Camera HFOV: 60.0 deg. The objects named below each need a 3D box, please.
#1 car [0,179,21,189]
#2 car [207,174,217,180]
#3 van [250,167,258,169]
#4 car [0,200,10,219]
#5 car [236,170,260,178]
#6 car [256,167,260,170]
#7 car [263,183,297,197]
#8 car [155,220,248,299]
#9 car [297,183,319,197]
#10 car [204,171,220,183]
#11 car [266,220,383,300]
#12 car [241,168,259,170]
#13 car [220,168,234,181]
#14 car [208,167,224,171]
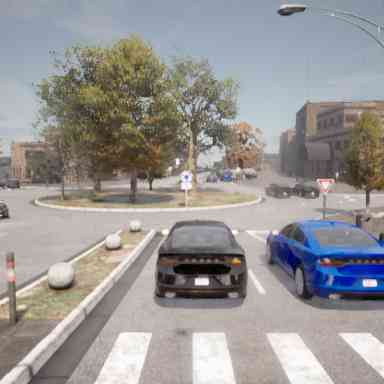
[{"bbox_3d":[-28.233,-1.294,50.760,4.902,1.511,2.128,2,5,32],"label":"car"},{"bbox_3d":[4.629,-3.458,75.696,1.895,1.301,4.718,1,5,9],"label":"car"},{"bbox_3d":[13.928,-4.725,85.138,4.442,1.987,1.878,1,6,10],"label":"van"},{"bbox_3d":[-13.223,0.879,20.964,4.892,1.490,1.837,4,6,41],"label":"car"},{"bbox_3d":[13.109,-3.979,79.733,4.892,1.521,2.231,1,5,10],"label":"car"},{"bbox_3d":[14.527,-5.008,87.806,5.566,2.045,2.435,1,6,10],"label":"car"},{"bbox_3d":[9.454,-0.284,36.893,1.837,1.490,4.892,2,4,-5],"label":"car"},{"bbox_3d":[0.208,1.436,8.502,1.882,1.535,5.008,0,1,1],"label":"car"},{"bbox_3d":[12.384,-0.279,36.807,1.837,1.490,4.892,1,4,-3],"label":"car"},{"bbox_3d":[3.911,-2.813,66.147,2.097,1.767,4.553,0,5,1],"label":"car"},{"bbox_3d":[3.211,1.440,8.425,1.882,1.535,5.008,0,1,1],"label":"car"},{"bbox_3d":[13.609,-4.363,82.418,4.553,1.767,2.185,1,6,10],"label":"car"},{"bbox_3d":[7.300,-3.388,70.866,2.150,2.045,5.566,0,5,7],"label":"car"},{"bbox_3d":[6.134,-4.731,85.146,2.150,2.045,5.566,1,6,10],"label":"car"}]
